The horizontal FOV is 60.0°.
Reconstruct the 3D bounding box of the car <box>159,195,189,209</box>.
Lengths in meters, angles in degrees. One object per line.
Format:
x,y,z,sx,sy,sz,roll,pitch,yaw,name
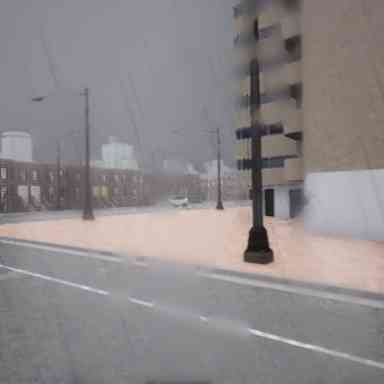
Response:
-2.857,1.571,53.302,2.150,2.045,5.566,-2,-1,37,car
